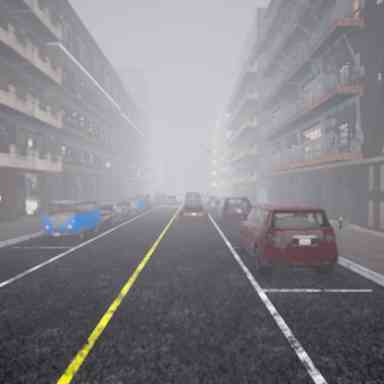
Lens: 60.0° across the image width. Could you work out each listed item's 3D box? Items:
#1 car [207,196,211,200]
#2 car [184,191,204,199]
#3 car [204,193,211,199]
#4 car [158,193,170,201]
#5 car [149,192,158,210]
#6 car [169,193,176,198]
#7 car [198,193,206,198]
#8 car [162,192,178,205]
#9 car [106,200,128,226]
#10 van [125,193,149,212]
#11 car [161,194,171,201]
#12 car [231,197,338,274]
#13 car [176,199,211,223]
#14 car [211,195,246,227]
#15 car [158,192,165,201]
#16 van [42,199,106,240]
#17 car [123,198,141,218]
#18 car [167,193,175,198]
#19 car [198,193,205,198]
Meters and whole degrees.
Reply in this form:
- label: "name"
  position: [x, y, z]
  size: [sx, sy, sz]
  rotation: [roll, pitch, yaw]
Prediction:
- label: "car"
  position: [2.707, 1.370, 32.932]
  size: [1.802, 1.307, 4.206]
  rotation: [-1, 0, 0]
- label: "car"
  position: [0.136, 0.942, 43.745]
  size: [2.150, 2.045, 5.566]
  rotation: [0, 1, 0]
- label: "car"
  position: [3.040, 1.218, 48.369]
  size: [1.812, 1.442, 4.674]
  rotation: [0, 0, 0]
- label: "car"
  position: [-5.647, 1.015, 66.952]
  size: [1.967, 1.590, 4.097]
  rotation: [-1, 0, 0]
- label: "car"
  position: [-5.682, 1.065, 38.632]
  size: [2.192, 1.841, 5.009]
  rotation: [-1, 0, 0]
- label: "car"
  position: [-5.622, 0.932, 95.103]
  size: [1.752, 1.417, 4.829]
  rotation: [-1, 0, 0]
- label: "car"
  position: [2.754, 1.008, 89.569]
  size: [1.947, 1.339, 4.313]
  rotation: [-1, 0, 0]
- label: "car"
  position: [-3.035, 1.209, 49.524]
  size: [1.812, 1.442, 4.674]
  rotation: [0, 0, 0]
- label: "car"
  position: [-5.650, 1.439, 21.642]
  size: [1.802, 1.307, 4.206]
  rotation: [-1, 0, 0]
- label: "van"
  position: [-5.658, 1.127, 32.969]
  size: [1.690, 1.788, 3.998]
  rotation: [-1, 0, 0]
- label: "car"
  position: [-5.640, 1.107, 72.617]
  size: [1.947, 1.339, 4.313]
  rotation: [-1, 0, 0]
- label: "car"
  position: [2.684, 1.248, 10.275]
  size: [2.192, 1.841, 5.009]
  rotation: [-1, 0, 0]
- label: "car"
  position: [0.119, 1.409, 23.725]
  size: [1.994, 1.385, 4.181]
  rotation: [0, 0, 0]
- label: "car"
  position: [2.694, 1.175, 21.604]
  size: [2.192, 1.841, 5.009]
  rotation: [-1, 0, 0]
- label: "car"
  position: [-5.653, 0.925, 61.288]
  size: [2.192, 1.841, 5.009]
  rotation: [-1, 0, 0]
- label: "van"
  position: [-5.657, 1.235, 15.977]
  size: [1.690, 1.788, 3.998]
  rotation: [-1, 0, 0]
- label: "car"
  position: [-5.648, 1.403, 27.306]
  size: [1.802, 1.307, 4.206]
  rotation: [-1, 0, 0]
- label: "car"
  position: [-5.627, 0.966, 89.439]
  size: [1.752, 1.417, 4.829]
  rotation: [-1, 0, 0]
- label: "car"
  position: [2.759, 0.990, 95.234]
  size: [1.802, 1.307, 4.206]
  rotation: [-1, 0, 0]
